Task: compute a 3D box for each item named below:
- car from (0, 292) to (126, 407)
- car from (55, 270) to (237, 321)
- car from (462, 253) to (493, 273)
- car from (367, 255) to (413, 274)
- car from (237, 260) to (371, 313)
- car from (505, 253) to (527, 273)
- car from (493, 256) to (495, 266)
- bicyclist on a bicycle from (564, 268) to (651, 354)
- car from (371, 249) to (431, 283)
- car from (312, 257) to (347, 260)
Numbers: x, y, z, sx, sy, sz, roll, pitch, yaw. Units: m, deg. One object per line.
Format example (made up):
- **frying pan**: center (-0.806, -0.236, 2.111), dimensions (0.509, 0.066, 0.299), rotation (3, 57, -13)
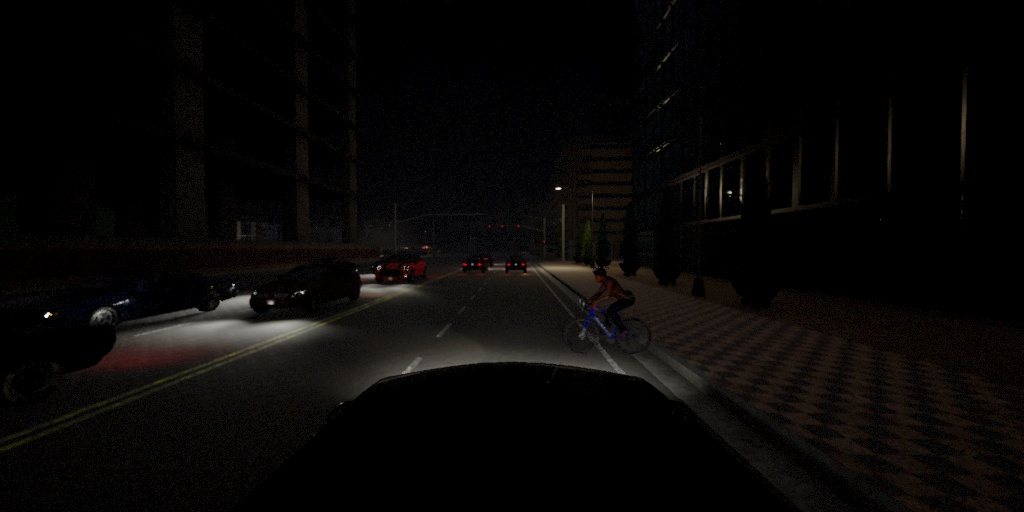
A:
- **car**: center (-7.098, 1.305, 3.292), dimensions (1.895, 1.301, 4.718), rotation (0, 1, 1)
- **car**: center (-10.521, 1.103, 10.142), dimensions (2.033, 1.411, 5.357), rotation (0, 1, 1)
- **car**: center (-3.134, 0.675, 31.300), dimensions (2.033, 1.411, 5.357), rotation (0, 1, 1)
- **car**: center (-10.242, 0.676, 30.647), dimensions (2.033, 1.411, 5.357), rotation (0, 1, 1)
- **car**: center (-6.982, 1.034, 12.741), dimensions (1.812, 1.442, 4.674), rotation (0, 1, 1)
- **car**: center (0.366, 0.682, 31.257), dimensions (2.033, 1.411, 5.357), rotation (0, 1, 1)
- **car**: center (-3.073, 0.430, 41.039), dimensions (1.837, 1.490, 4.892), rotation (0, 1, 1)
- **bicyclist on a bicycle**: center (1.812, 1.055, 6.788), dimensions (1.656, 1.620, 0.582), rotation (0, 1, 1)
- **car**: center (-6.868, 0.655, 22.552), dimensions (2.097, 1.767, 4.553), rotation (0, 1, 1)
- **car**: center (-10.400, 0.840, 20.073), dimensions (2.128, 1.511, 4.902), rotation (0, 1, 1)
